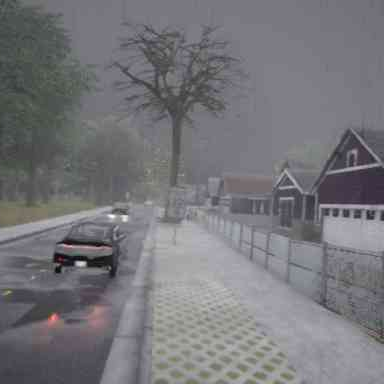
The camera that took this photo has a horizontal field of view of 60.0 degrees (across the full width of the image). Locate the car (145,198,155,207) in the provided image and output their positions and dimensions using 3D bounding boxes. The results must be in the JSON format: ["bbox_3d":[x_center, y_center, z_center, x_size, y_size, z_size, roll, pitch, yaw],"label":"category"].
[{"bbox_3d":[-10.580,2.564,83.221,2.150,2.045,5.566,4,-1,-6],"label":"car"}]

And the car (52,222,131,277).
[{"bbox_3d":[-3.242,1.786,11.406,2.128,1.511,4.902,4,-2,-6],"label":"car"}]

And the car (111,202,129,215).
[{"bbox_3d":[-9.266,2.071,43.268,1.882,1.535,5.008,4,-1,-6],"label":"car"}]
